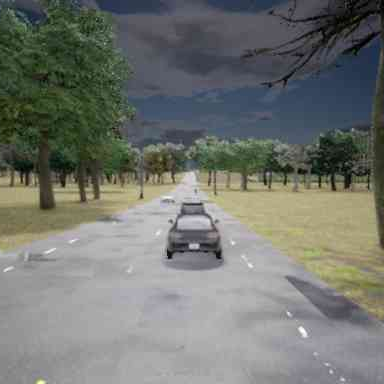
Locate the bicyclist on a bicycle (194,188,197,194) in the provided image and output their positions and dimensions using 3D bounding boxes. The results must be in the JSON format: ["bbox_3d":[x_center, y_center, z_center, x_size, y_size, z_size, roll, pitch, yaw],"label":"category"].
[{"bbox_3d":[0.952,-0.045,79.905,0.582,1.620,1.656,0,2,0],"label":"bicyclist on a bicycle"}]

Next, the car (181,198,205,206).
[{"bbox_3d":[0.070,1.228,27.874,2.128,1.511,4.902,0,1,0],"label":"car"}]

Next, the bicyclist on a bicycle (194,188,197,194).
[{"bbox_3d":[0.948,-0.337,88.897,0.866,1.612,1.509,0,2,0],"label":"bicyclist on a bicycle"}]

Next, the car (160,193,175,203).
[{"bbox_3d":[-3.584,0.863,49.897,1.812,1.442,4.674,0,1,0],"label":"car"}]

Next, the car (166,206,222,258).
[{"bbox_3d":[0.066,1.460,12.380,1.812,1.442,4.674,0,0,0],"label":"car"}]
